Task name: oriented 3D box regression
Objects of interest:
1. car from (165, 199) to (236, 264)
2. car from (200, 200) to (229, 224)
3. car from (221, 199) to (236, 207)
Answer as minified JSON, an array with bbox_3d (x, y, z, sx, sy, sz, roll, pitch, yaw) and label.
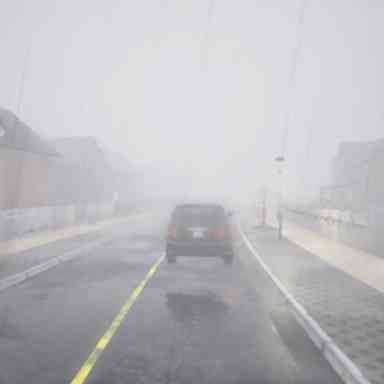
[{"bbox_3d":[0.365,1.337,12.412,2.150,2.045,5.566,0,0,4],"label":"car"},{"bbox_3d":[1.981,1.592,28.049,2.097,1.767,4.553,0,-1,9],"label":"car"},{"bbox_3d":[6.790,2.013,61.492,1.994,1.385,4.181,0,0,18],"label":"car"}]
